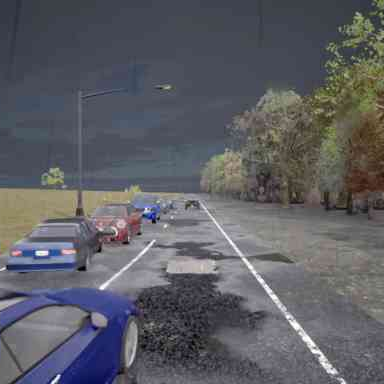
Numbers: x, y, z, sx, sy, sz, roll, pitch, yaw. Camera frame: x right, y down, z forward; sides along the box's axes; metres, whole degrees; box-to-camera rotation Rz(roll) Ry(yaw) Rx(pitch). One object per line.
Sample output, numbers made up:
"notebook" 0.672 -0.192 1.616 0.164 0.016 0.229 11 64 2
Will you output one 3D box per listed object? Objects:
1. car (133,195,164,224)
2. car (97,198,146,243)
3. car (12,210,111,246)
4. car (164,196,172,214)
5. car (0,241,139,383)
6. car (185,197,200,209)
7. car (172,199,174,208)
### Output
"car" -3.612 1.223 25.268 2.150 2.045 5.566 0 0 -1
"car" -3.681 1.354 15.612 2.097 1.767 4.553 0 0 1
"car" -4.038 1.549 10.672 2.033 1.411 5.357 0 0 -8
"car" -3.605 1.351 35.273 2.097 1.767 4.553 0 0 0
"car" -1.818 1.526 2.703 1.812 1.442 4.674 0 0 6
"car" 0.046 1.500 44.317 1.837 1.490 4.892 0 0 0
"car" -3.607 1.347 45.280 2.097 1.767 4.553 0 0 0
